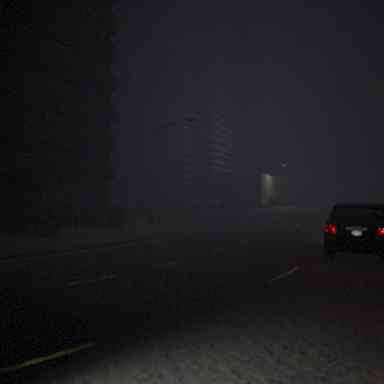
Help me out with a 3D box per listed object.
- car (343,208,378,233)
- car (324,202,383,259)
[{"bbox_3d":[11.514,1.893,22.878,1.994,1.385,4.181,0,-1,26],"label":"car"},{"bbox_3d":[6.514,1.404,12.829,2.150,2.045,5.566,0,0,29],"label":"car"}]
